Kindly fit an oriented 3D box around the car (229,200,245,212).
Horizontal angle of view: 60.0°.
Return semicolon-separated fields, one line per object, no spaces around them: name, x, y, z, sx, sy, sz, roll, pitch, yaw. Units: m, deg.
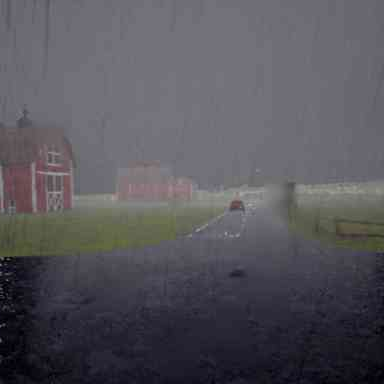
car;5.953;1.799;43.860;1.882;1.535;5.008;-2;-1;11
